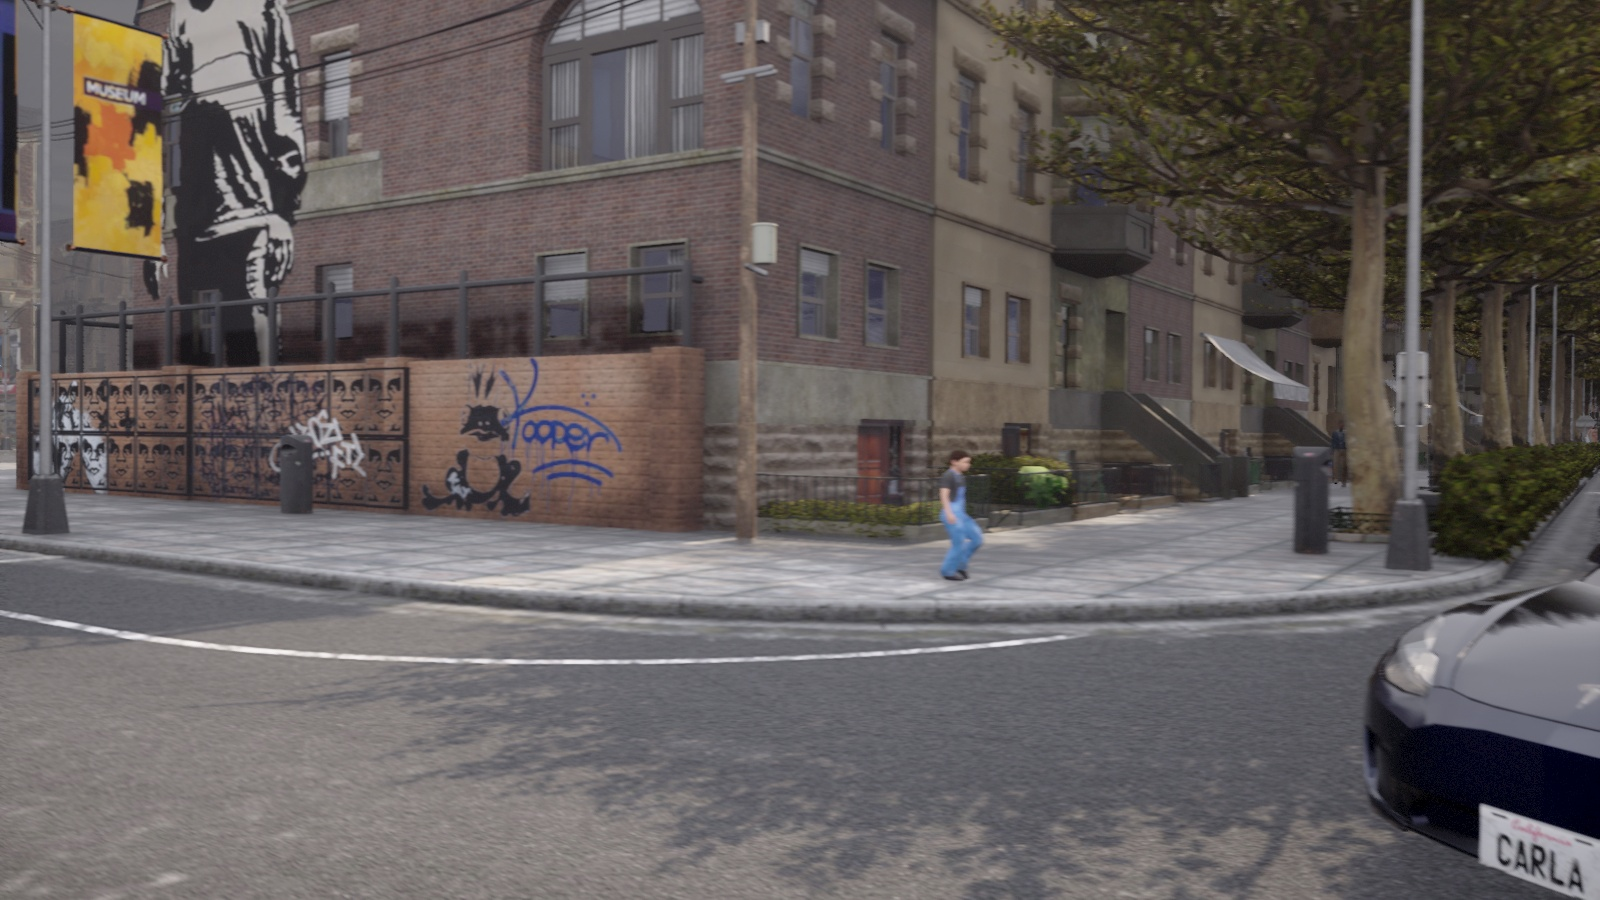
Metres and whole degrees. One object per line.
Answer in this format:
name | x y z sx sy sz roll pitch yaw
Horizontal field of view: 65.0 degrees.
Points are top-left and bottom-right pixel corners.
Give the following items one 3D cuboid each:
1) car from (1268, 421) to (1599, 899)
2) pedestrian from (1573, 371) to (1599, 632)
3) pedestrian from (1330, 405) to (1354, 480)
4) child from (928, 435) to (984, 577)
car | 4.290 0.632 4.392 4.792 1.488 2.163 -1 1 -23
pedestrian | 6.163 0.359 9.032 0.899 1.844 0.634 0 1 18
pedestrian | 14.239 -0.191 32.997 0.423 1.949 0.788 0 1 35
child | 1.415 0.500 11.370 0.437 1.263 0.270 0 1 25
